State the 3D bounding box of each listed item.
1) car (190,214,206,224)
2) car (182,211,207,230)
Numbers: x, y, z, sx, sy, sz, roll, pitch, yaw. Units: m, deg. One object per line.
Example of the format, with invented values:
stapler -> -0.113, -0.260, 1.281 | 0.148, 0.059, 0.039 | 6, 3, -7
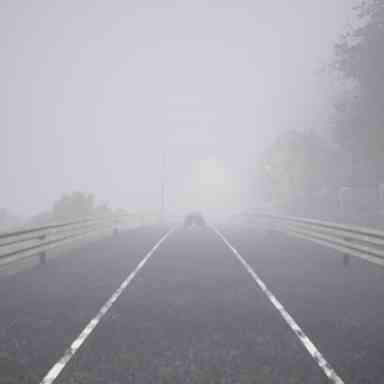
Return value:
car -> 0.875, 3.681, 45.531 | 1.994, 1.385, 4.181 | 0, -4, 3
car -> 0.227, 2.450, 28.992 | 1.837, 1.490, 4.892 | 0, -3, 2
